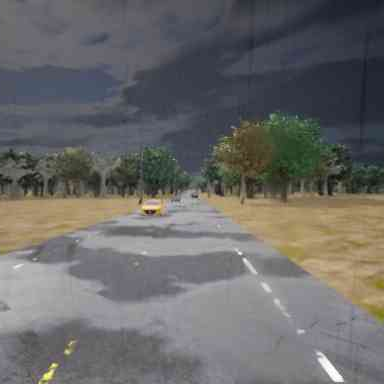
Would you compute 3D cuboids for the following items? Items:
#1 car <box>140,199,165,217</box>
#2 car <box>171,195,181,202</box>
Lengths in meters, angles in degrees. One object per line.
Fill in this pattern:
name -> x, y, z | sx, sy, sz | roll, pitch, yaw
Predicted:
car -> -3.597, 1.463, 31.113 | 1.882, 1.535, 5.008 | 0, 0, 0
car -> -3.500, 1.460, 73.425 | 1.994, 1.385, 4.181 | 0, 0, 0
